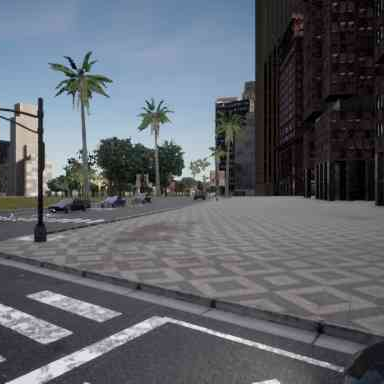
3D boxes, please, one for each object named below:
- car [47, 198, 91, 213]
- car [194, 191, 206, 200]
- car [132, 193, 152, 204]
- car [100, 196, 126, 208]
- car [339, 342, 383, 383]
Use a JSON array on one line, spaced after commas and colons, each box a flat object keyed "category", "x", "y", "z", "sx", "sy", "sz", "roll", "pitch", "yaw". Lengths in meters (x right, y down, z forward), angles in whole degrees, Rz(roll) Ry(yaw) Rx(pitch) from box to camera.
[{"category": "car", "x": -12.435, "y": 1.363, "z": 34.170, "sx": 2.033, "sy": 1.411, "sz": 5.357, "roll": 0, "pitch": 0, "yaw": 14}, {"category": "car", "x": 1.707, "y": 0.692, "z": 71.364, "sx": 2.150, "sy": 2.045, "sz": 5.566, "roll": 0, "pitch": 1, "yaw": 8}, {"category": "car", "x": -8.088, "y": 0.995, "z": 53.645, "sx": 2.097, "sy": 1.767, "sz": 4.553, "roll": 0, "pitch": 1, "yaw": 11}, {"category": "car", "x": -10.213, "y": 1.260, "z": 43.564, "sx": 1.812, "sy": 1.442, "sz": 4.674, "roll": 0, "pitch": 1, "yaw": 13}, {"category": "car", "x": 3.208, "y": 1.505, "z": 1.422, "sx": 4.892, "sy": 1.490, "sz": 1.837, "roll": 0, "pitch": 0, "yaw": 34}]
